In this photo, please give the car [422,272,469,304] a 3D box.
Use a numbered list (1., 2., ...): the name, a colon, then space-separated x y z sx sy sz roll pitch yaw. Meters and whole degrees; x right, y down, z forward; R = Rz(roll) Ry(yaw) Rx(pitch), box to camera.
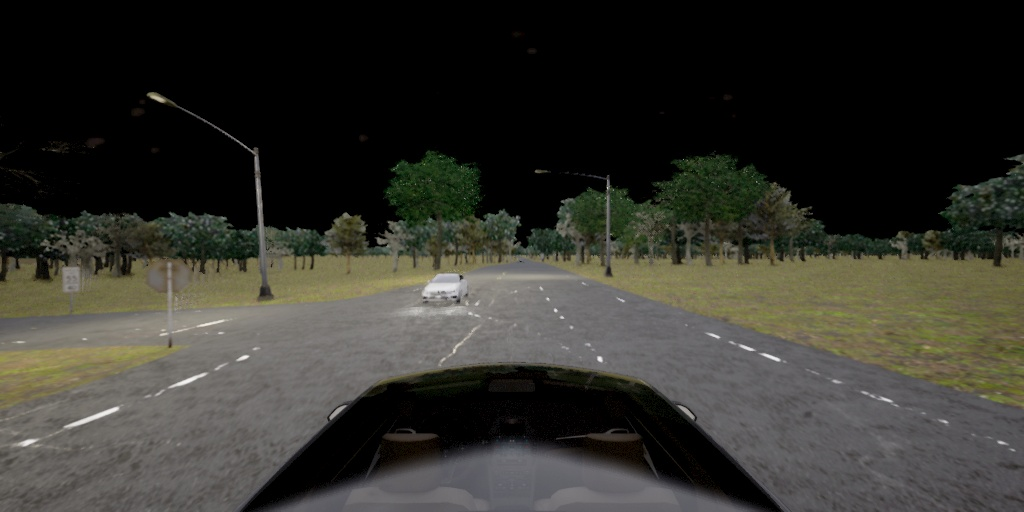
1. car: -3.399 1.628 19.038 1.812 1.442 4.674 -1 0 1
